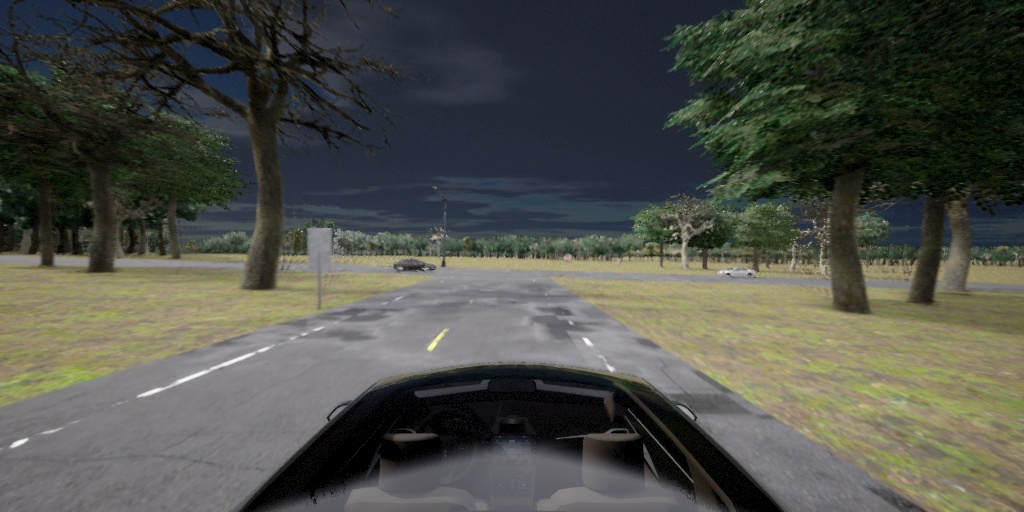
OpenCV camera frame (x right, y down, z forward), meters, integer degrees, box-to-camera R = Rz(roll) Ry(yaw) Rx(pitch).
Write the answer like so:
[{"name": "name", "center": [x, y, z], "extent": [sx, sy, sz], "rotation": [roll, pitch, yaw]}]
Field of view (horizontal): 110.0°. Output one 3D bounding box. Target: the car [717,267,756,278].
[{"name": "car", "center": [30.257, 2.222, 48.417], "extent": [4.674, 1.442, 1.812], "rotation": [1, 1, 0]}]

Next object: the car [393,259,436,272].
[{"name": "car", "center": [-11.267, 1.090, 41.604], "extent": [4.892, 1.490, 1.837], "rotation": [1, 1, 0]}]
